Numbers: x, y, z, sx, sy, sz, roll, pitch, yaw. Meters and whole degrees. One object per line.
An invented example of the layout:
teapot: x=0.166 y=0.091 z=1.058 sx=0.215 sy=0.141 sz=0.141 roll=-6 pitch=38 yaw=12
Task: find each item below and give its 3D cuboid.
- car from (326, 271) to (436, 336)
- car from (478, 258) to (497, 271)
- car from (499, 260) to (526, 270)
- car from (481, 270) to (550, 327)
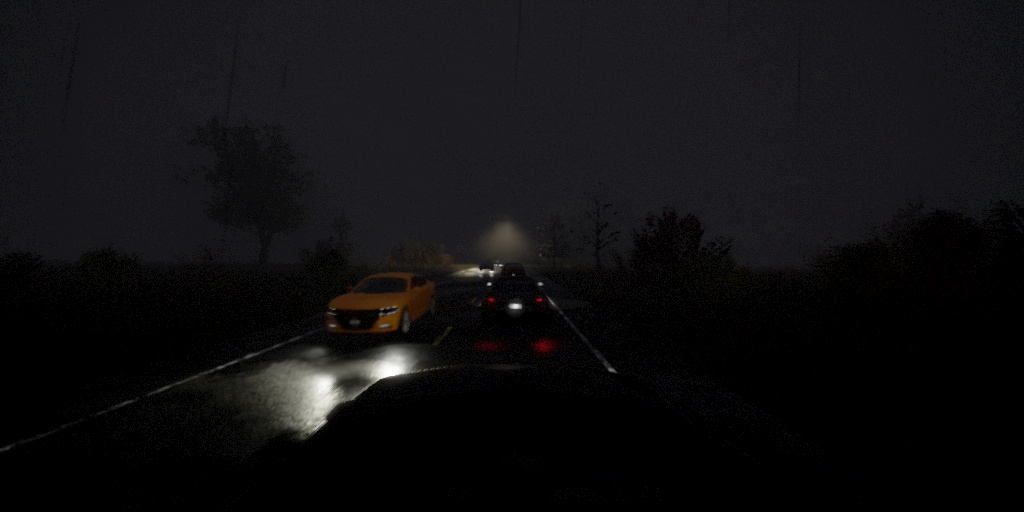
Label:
car: x=-3.599 y=1.241 z=10.709 sx=1.882 sy=1.535 sz=5.008 roll=0 pitch=0 yaw=0
car: x=-3.567 y=1.339 z=50.569 sx=1.812 sy=1.442 sz=4.674 roll=0 pitch=0 yaw=0
car: x=0.103 y=1.266 z=29.445 sx=1.882 sy=1.535 sz=5.008 roll=0 pitch=0 yaw=0
car: x=0.101 y=1.328 z=11.618 sx=1.994 sy=1.385 sz=4.181 roll=0 pitch=0 yaw=0
